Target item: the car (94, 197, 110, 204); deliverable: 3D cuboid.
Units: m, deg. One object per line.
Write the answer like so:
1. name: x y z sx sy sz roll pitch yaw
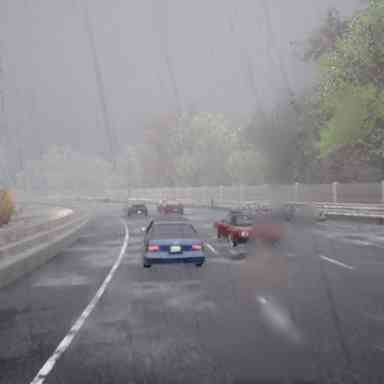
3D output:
1. car: -19.352 1.739 71.639 1.882 1.535 5.008 0 0 -39

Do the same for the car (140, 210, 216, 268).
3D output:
1. car: -0.751 1.582 11.504 2.033 1.411 5.357 0 0 -7

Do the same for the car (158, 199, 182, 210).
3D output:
1. car: -3.082 1.661 45.477 1.812 1.442 4.674 0 0 -25

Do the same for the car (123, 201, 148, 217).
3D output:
1. car: -5.572 1.613 32.702 1.837 1.490 4.892 0 0 -18

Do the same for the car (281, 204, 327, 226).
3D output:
1. car: 6.987 1.589 23.993 2.033 1.411 5.357 0 0 -30

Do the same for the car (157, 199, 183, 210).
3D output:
1. car: -2.317 1.579 34.022 1.882 1.535 5.008 0 0 -18

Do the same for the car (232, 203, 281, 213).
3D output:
1. car: 4.122 1.544 23.901 2.128 1.511 4.902 0 0 -12

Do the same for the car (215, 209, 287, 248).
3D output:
1. car: 2.290 1.632 14.975 1.895 1.301 4.718 0 0 -8

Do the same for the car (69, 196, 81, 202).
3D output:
1. car: -29.643 1.830 84.331 1.837 1.490 4.892 0 0 -39
